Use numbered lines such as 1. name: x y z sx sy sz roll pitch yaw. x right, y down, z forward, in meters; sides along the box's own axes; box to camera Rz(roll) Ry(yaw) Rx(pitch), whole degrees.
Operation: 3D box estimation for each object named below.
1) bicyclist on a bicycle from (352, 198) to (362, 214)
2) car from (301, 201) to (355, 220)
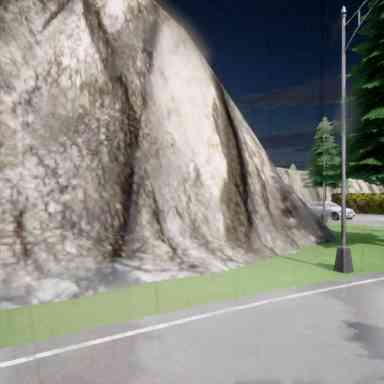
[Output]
1. bicyclist on a bicycle: 16.507 1.453 33.370 1.656 1.620 0.582 0 0 -28
2. car: 11.332 1.526 27.991 1.812 1.442 4.674 0 0 -28
